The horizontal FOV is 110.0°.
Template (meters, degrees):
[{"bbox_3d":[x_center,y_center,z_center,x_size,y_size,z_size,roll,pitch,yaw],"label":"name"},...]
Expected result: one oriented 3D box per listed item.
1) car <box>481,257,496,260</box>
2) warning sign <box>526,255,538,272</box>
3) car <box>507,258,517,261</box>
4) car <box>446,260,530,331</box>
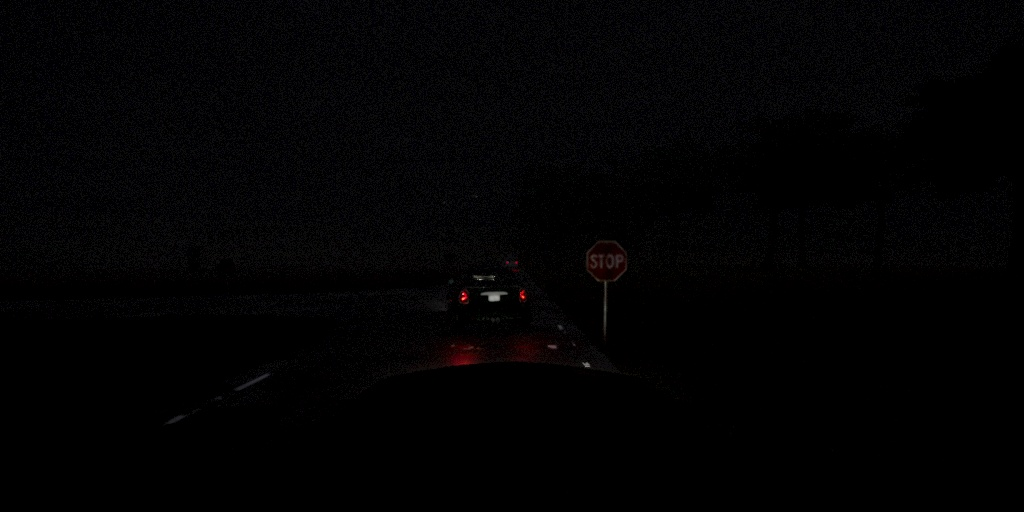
[{"bbox_3d":[-2.848,1.183,43.302,2.150,2.045,5.566,0,0,0],"label":"car"},{"bbox_3d":[2.445,1.112,47.806,1.300,1.860,1.060,0,0,0],"label":"warning sign"},{"bbox_3d":[-0.006,1.370,63.677,2.150,2.045,5.566,0,-1,0],"label":"car"},{"bbox_3d":[-0.938,1.132,11.476,2.097,1.767,4.553,0,0,-13],"label":"car"}]
